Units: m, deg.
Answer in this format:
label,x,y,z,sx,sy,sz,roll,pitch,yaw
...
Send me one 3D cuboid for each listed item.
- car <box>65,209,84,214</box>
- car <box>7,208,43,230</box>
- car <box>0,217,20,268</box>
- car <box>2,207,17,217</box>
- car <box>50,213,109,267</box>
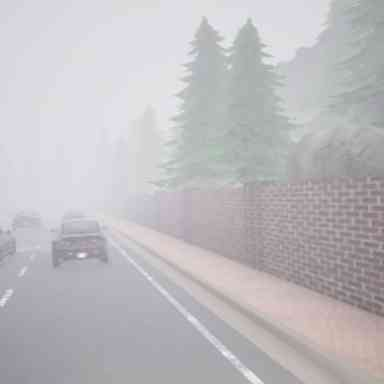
label,x,y,z,sx,sy,sz,roll,pitch,yaw
car,-9.510,2.151,26.973,1.837,1.490,4.892,-2,0,-20
car,-13.208,2.239,26.913,1.882,1.535,5.008,-2,0,-20
car,-7.846,1.932,12.318,1.812,1.442,4.674,-2,-1,-20
car,-26.492,2.956,49.014,2.128,1.511,4.902,-1,-1,-45
car,-4.337,1.808,12.898,1.837,1.490,4.892,-2,0,-20
